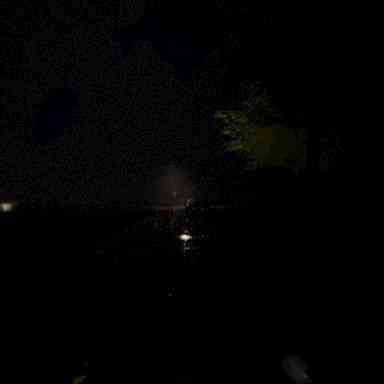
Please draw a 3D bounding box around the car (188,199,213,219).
[{"bbox_3d":[0.937,1.661,32.614,2.097,1.767,4.553,0,0,0],"label":"car"}]

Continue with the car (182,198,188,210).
[{"bbox_3d":[-0.039,1.994,50.218,2.033,1.411,5.357,0,0,0],"label":"car"}]

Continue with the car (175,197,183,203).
[{"bbox_3d":[-2.811,1.848,76.902,1.882,1.535,5.008,0,0,0],"label":"car"}]

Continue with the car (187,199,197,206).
[{"bbox_3d":[-0.053,2.170,67.531,1.895,1.301,4.718,0,0,0],"label":"car"}]

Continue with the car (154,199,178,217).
[{"bbox_3d":[-2.872,1.811,35.519,1.882,1.535,5.008,0,0,0],"label":"car"}]
